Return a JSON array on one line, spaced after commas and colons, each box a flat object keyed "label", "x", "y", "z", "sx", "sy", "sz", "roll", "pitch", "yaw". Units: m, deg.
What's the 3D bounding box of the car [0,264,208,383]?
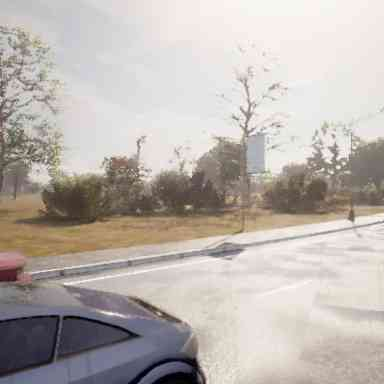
[{"label": "car", "x": -1.909, "y": 1.570, "z": 2.712, "sx": 4.181, "sy": 1.385, "sz": 1.994, "roll": 0, "pitch": 0, "yaw": -36}]

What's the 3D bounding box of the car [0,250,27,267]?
[{"label": "car", "x": -5.054, "y": 1.495, "z": 4.748, "sx": 5.008, "sy": 1.535, "sz": 1.882, "roll": 0, "pitch": 0, "yaw": -36}]
